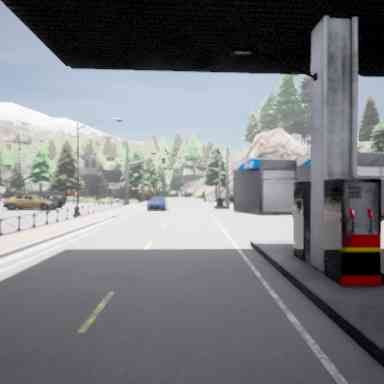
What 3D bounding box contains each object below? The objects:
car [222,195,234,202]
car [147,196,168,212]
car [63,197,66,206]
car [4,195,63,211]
[{"bbox_3d":[7.389,1.076,55.360,5.008,1.535,1.882,0,0,0],"label":"car"},{"bbox_3d":[-3.620,1.222,35.119,1.882,1.535,5.008,0,0,0],"label":"car"},{"bbox_3d":[-16.504,1.069,37.206,4.514,1.523,2.007,0,0,0],"label":"car"},{"bbox_3d":[-16.434,1.082,34.070,5.027,1.636,2.152,0,0,0],"label":"car"}]
